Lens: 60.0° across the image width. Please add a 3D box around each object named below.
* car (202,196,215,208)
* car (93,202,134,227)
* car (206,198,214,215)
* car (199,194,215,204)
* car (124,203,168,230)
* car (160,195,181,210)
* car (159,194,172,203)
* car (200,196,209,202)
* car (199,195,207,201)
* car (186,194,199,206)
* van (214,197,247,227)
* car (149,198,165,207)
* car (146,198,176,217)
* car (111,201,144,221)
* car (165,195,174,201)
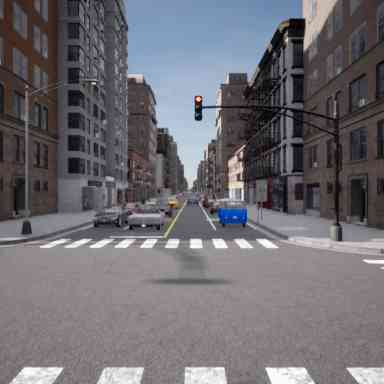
[{"bbox_3d":[2.683,1.576,45.193,1.802,1.307,4.206,0,0,0],"label":"car"},{"bbox_3d":[-5.365,1.549,22.467,2.008,1.369,4.403,0,0,0],"label":"car"},{"bbox_3d":[2.671,1.580,33.830,1.802,1.307,4.206,0,0,0],"label":"car"},{"bbox_3d":[2.689,1.305,50.874,2.192,1.841,5.009,0,0,0],"label":"car"},{"bbox_3d":[-2.798,1.600,21.173,1.895,1.301,4.718,0,0,-1],"label":"car"},{"bbox_3d":[-2.792,1.472,43.634,1.882,1.535,5.008,0,0,0],"label":"car"},{"bbox_3d":[-5.319,1.292,67.921,2.192,1.841,5.009,0,0,0],"label":"car"},{"bbox_3d":[2.712,1.524,73.599,2.008,1.369,4.403,0,0,0],"label":"car"},{"bbox_3d":[2.723,1.530,84.962,1.947,1.339,4.313,0,0,0],"label":"car"},{"bbox_3d":[0.160,1.478,55.365,2.128,1.511,4.902,0,0,0],"label":"car"},{"bbox_3d":[2.660,1.340,22.467,1.690,1.788,3.998,0,0,0],"label":"van"},{"bbox_3d":[-5.336,1.556,50.877,1.947,1.339,4.313,0,0,0],"label":"car"},{"bbox_3d":[-2.816,1.562,31.146,1.994,1.385,4.181,0,0,0],"label":"car"},{"bbox_3d":[-5.360,1.543,28.148,1.887,1.381,4.507,0,0,0],"label":"car"},{"bbox_3d":[-5.307,1.409,79.285,1.967,1.590,4.097,0,0,0],"label":"car"}]
